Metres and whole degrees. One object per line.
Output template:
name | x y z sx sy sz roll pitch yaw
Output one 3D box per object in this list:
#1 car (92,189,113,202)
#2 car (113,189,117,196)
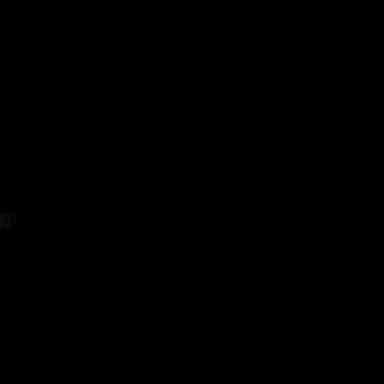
car | -14.343 0.525 52.582 2.150 2.045 5.566 -1 2 -6
car | -16.998 0.093 70.612 1.994 1.385 4.181 1 3 -11
